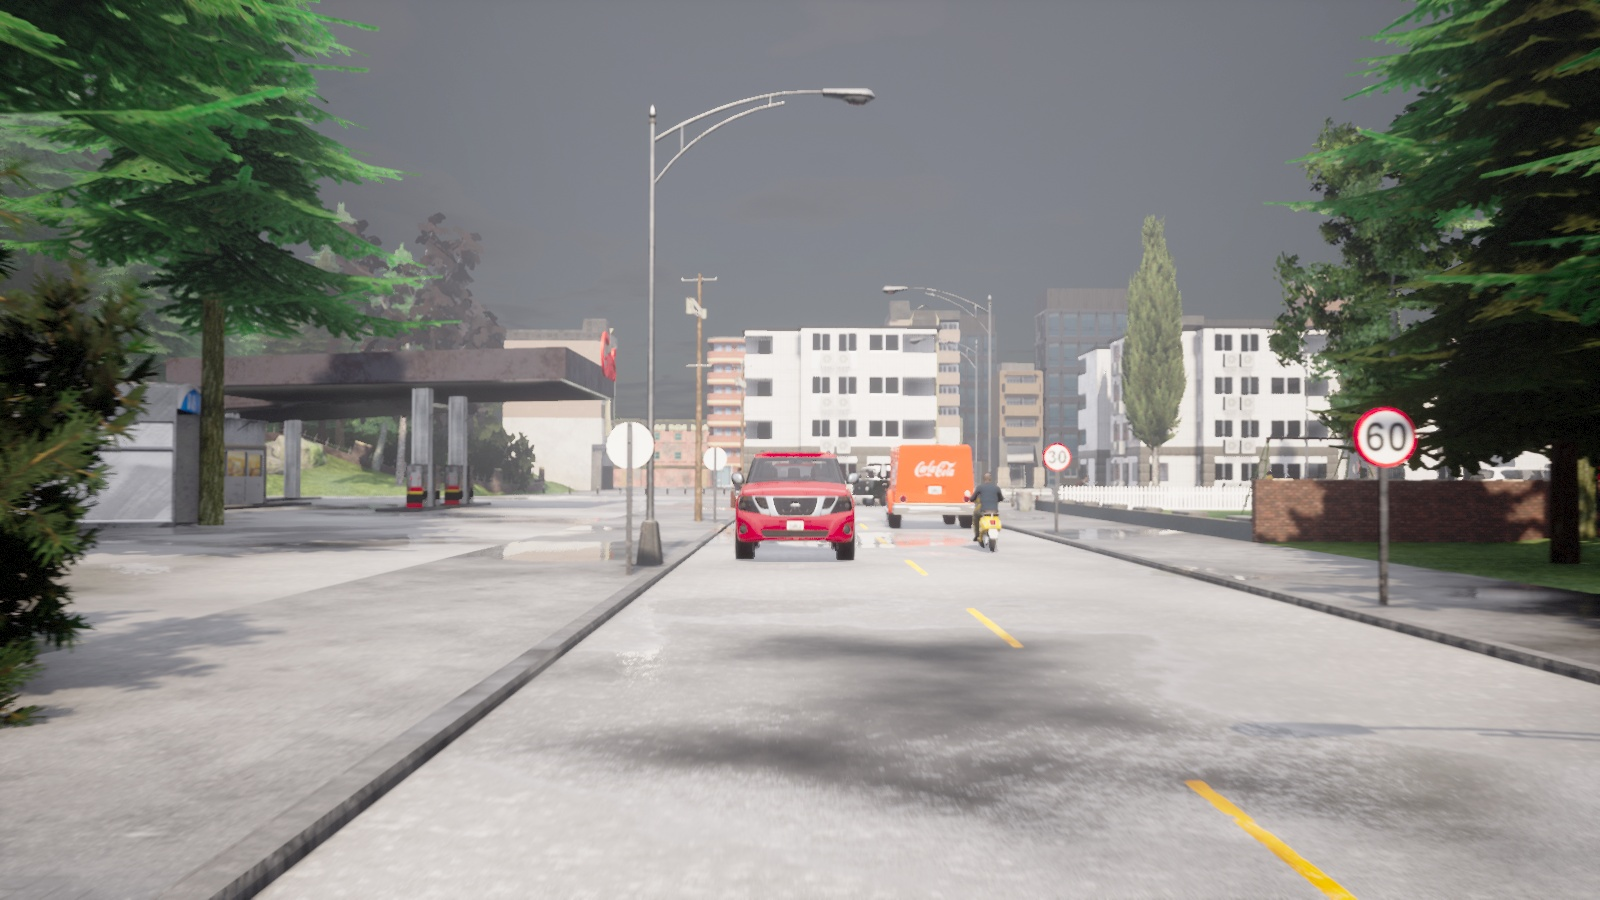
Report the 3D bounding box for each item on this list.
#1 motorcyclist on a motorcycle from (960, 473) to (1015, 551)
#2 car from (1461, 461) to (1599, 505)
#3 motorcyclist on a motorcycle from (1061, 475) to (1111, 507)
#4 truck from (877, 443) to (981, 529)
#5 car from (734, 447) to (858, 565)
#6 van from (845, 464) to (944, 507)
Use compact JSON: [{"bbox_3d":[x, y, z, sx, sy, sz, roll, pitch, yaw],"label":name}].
[{"bbox_3d":[3.910,1.274,26.386,0.866,1.590,1.817,0,-1,0],"label":"motorcyclist on a motorcycle"},{"bbox_3d":[35.181,1.582,60.473,5.566,2.045,2.150,0,-1,0],"label":"car"},{"bbox_3d":[13.776,1.984,60.480,2.191,1.530,0.866,0,-1,-3],"label":"motorcyclist on a motorcycle"},{"bbox_3d":[3.862,1.074,38.651,2.627,2.467,5.204,0,-1,0],"label":"truck"},{"bbox_3d":[-0.084,1.021,24.624,2.150,2.045,5.566,0,-1,0],"label":"car"},{"bbox_3d":[4.678,1.736,61.770,4.480,2.038,2.069,0,-2,-32],"label":"van"}]
